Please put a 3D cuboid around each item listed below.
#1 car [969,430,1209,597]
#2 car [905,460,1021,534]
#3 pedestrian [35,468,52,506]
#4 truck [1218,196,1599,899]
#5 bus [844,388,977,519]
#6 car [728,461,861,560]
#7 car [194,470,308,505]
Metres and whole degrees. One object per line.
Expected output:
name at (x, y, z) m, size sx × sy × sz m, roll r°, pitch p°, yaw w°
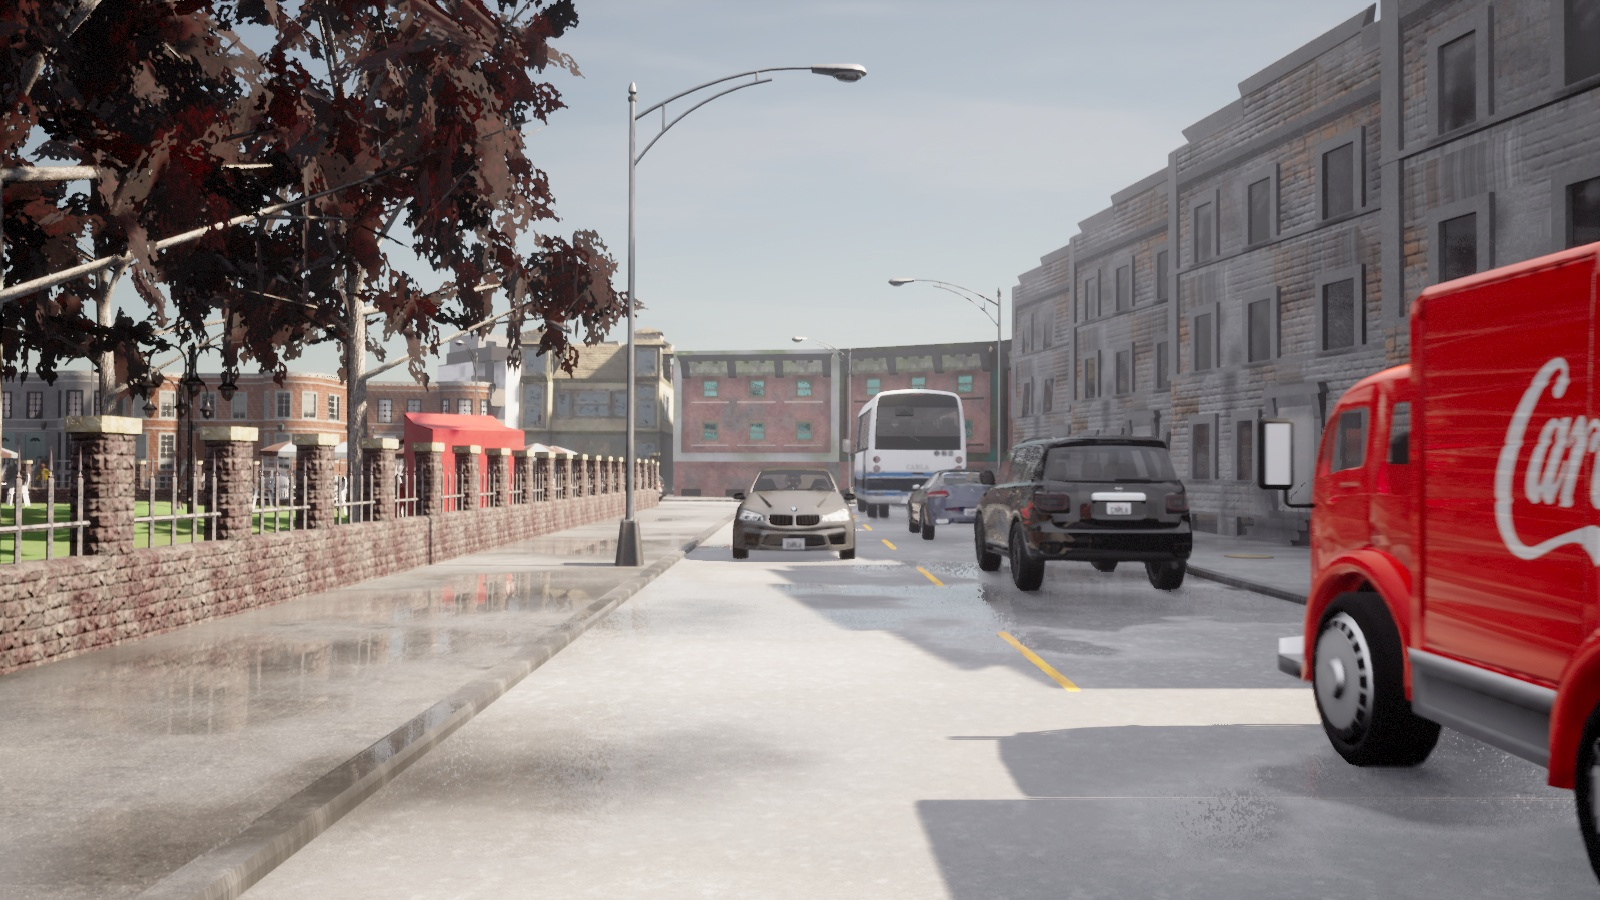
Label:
car at (3.923, 0.825, 18.191) m, size 2.150 × 2.045 × 5.566 m, roll 0°, pitch -1°, yaw 0°
car at (3.867, 1.095, 30.677) m, size 2.152 × 1.651 × 5.027 m, roll 0°, pitch -1°, yaw 0°
pedestrian at (-37.014, 1.791, 61.450) m, size 0.370 × 1.835 × 0.726 m, roll 0°, pitch -1°, yaw 4°
truck at (3.978, 0.402, 5.348) m, size 2.627 × 2.467 × 5.204 m, roll 0°, pitch -1°, yaw 0°
bus at (3.793, 0.202, 46.197) m, size 3.944 × 4.253 × 10.273 m, roll 0°, pitch -1°, yaw 0°
car at (-0.101, 1.057, 23.593) m, size 2.242 × 1.667 × 4.611 m, roll 0°, pitch -1°, yaw 0°
car at (-26.865, 1.806, 61.614) m, size 4.611 × 1.667 × 2.242 m, roll 0°, pitch -1°, yaw 0°
